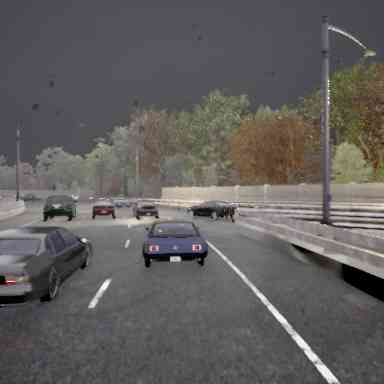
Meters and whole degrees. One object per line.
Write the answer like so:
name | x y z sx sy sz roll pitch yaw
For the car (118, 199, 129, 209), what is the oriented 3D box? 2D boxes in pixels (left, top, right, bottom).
car | -9.906 1.640 45.521 1.895 1.301 4.718 0 0 -26

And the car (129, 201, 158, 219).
car | -4.128 1.530 29.131 1.837 1.490 4.892 0 0 -15

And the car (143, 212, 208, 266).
car | -0.664 1.607 11.576 1.895 1.301 4.718 0 0 -5

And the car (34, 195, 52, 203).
car | -33.342 1.528 74.516 4.902 1.511 2.128 0 0 45

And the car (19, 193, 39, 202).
car | -35.910 1.237 72.136 5.566 2.045 2.150 0 0 45

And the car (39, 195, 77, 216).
car | -10.966 1.270 27.836 2.150 2.045 5.566 0 0 -15

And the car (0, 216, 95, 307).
car | -3.863 1.565 8.195 2.033 1.411 5.357 0 0 -4

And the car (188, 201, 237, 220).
car | 1.662 1.472 28.122 1.882 1.535 5.008 0 0 -38

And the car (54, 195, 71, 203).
car | -29.327 1.487 75.304 2.097 1.767 4.553 0 0 -42

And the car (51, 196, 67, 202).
car | -30.796 1.545 76.918 4.181 1.385 1.994 0 0 45

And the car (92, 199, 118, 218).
car | -8.135 1.518 30.514 1.882 1.535 5.008 0 0 -16
